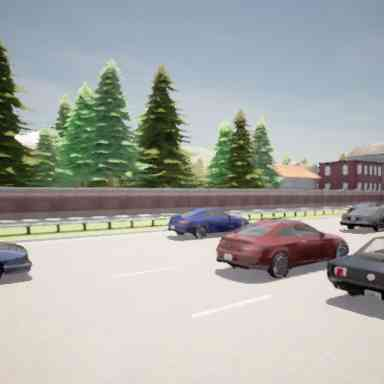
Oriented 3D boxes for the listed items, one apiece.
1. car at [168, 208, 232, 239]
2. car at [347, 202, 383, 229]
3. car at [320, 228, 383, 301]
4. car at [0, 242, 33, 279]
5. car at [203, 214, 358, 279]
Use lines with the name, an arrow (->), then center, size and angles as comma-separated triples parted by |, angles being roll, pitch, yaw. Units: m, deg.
car -> 0.948, 1.544, 17.320 | 4.674, 1.442, 1.812 | 0, 0, -36
car -> 11.202, 1.582, 20.337 | 5.357, 1.411, 2.033 | 0, 0, -36
car -> 5.150, 1.615, 7.421 | 4.718, 1.301, 1.895 | 0, 0, -36
car -> -6.675, 1.546, 7.583 | 5.357, 1.411, 2.033 | 0, 0, -36
car -> 2.820, 1.539, 10.057 | 4.674, 1.442, 1.812 | 0, 0, -36
